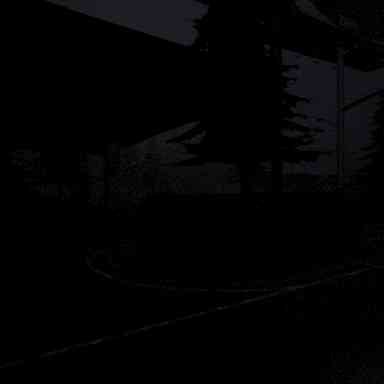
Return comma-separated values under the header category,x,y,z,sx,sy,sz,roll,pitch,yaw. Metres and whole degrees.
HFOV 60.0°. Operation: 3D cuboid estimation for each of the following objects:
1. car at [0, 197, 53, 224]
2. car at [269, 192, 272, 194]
category,x,y,z,sx,sy,sz,roll,pitch,yaw
car,-11.997,1.313,23.462,3.866,1.878,1.905,0,0,-36
car,6.204,1.049,28.677,2.150,2.045,5.566,0,1,-34
